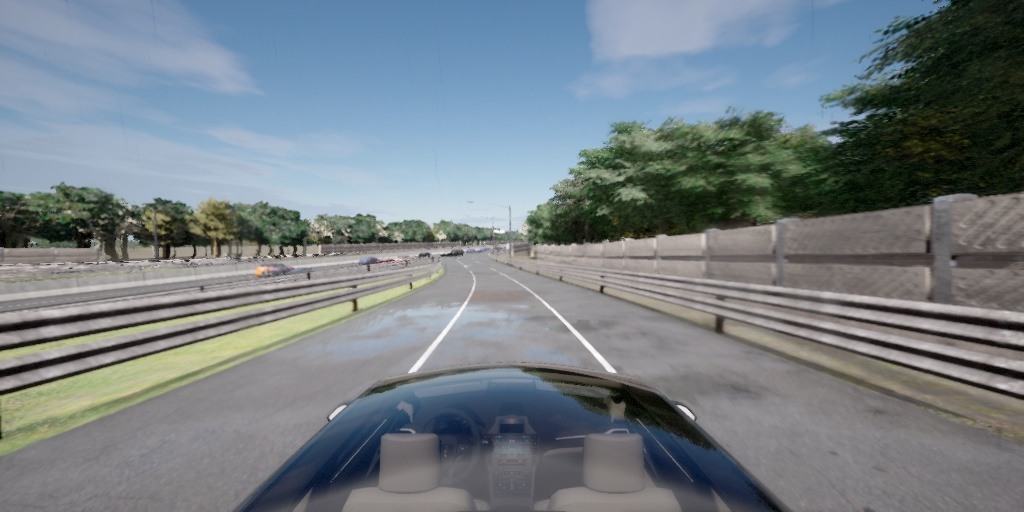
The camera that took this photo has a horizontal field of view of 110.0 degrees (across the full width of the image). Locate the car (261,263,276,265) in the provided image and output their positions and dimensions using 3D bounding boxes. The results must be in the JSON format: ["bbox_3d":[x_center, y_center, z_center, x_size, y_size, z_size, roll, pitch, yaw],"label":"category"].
[{"bbox_3d":[-30.356,1.630,46.172,2.097,1.767,4.553,0,3,11],"label":"car"}]

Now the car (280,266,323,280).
[{"bbox_3d":[-24.087,1.988,41.601,1.994,1.385,4.181,0,3,11],"label":"car"}]

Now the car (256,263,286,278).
[{"bbox_3d":[-27.374,1.936,43.068,2.033,1.411,5.357,0,3,11],"label":"car"}]
